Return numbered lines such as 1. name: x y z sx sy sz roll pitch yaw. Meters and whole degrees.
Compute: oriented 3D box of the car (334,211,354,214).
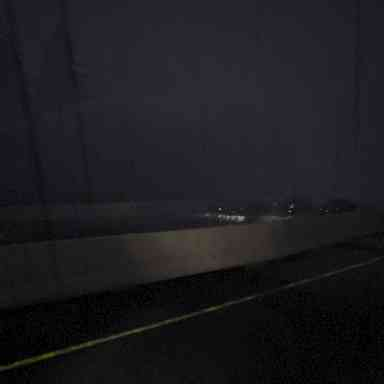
1. car: 12.630 1.305 28.703 4.892 1.490 1.837 -1 0 -45
